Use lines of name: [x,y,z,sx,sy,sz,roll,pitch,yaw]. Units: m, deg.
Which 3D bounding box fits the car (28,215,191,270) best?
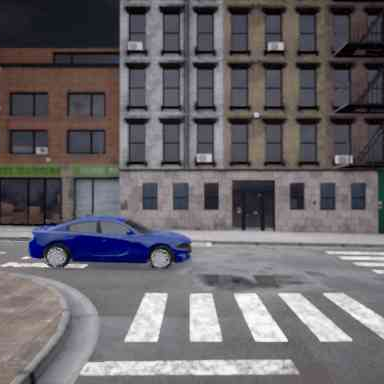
car: [-2.523,1.518,10.688,5.008,1.535,1.882,1,-1,0]
